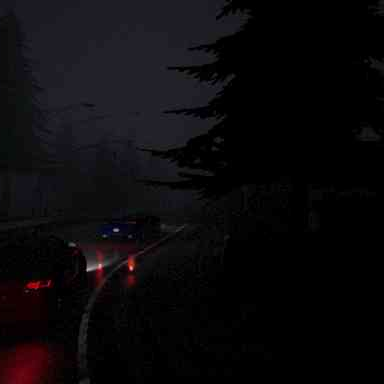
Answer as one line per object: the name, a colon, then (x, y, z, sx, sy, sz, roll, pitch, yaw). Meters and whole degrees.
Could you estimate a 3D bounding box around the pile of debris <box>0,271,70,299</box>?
pile of debris: (-3.966, 2.185, 7.973, 1.500, 0.140, 1.860, 0, 0, -4)

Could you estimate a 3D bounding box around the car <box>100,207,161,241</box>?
car: (-2.930, 1.496, 16.816, 1.882, 1.535, 5.008, 0, 0, 8)

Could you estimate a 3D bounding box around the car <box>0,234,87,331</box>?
car: (-3.475, 1.568, 6.925, 1.994, 1.385, 4.181, 0, 0, -11)
